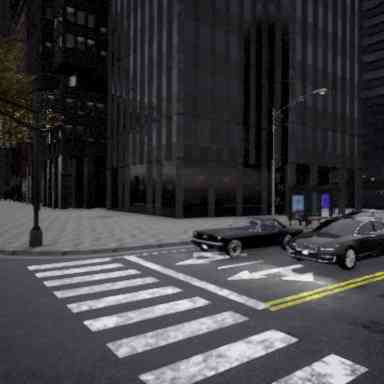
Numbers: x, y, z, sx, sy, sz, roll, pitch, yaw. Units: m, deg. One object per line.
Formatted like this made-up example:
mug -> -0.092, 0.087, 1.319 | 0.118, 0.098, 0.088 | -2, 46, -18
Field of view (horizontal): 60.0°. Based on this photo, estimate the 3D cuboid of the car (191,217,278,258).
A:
car -> 2.293, 1.702, 13.321 | 4.718, 1.301, 1.895 | 1, 0, -35

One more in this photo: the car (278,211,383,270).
car -> 5.442, 1.622, 11.553 | 4.892, 1.490, 1.837 | 1, 0, -35

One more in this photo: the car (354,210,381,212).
car -> 9.589, 1.722, 18.496 | 4.674, 1.442, 1.812 | 1, 0, -35
